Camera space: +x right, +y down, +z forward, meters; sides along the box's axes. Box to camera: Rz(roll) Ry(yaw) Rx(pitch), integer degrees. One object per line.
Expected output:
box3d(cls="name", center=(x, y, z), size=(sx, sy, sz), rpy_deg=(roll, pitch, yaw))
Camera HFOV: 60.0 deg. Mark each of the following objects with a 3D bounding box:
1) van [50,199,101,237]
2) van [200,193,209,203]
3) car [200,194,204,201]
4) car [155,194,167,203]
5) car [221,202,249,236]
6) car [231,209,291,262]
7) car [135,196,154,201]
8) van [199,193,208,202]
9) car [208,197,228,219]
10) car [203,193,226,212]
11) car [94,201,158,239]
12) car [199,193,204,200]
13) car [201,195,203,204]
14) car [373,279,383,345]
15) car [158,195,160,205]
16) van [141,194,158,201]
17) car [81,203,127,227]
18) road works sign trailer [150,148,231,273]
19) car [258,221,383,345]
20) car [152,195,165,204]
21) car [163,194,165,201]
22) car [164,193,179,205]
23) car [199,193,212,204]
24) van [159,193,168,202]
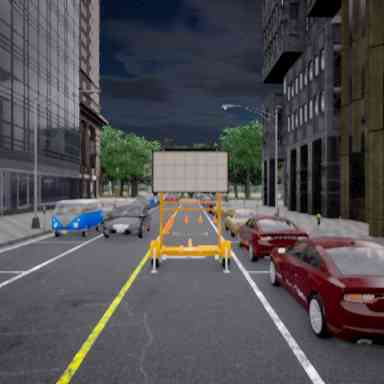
box3d(cls="van", center=(-5.843, 1.289, 17.245), size=(1.690, 1.788, 3.998), rpy_deg=(0, 0, 0))
box3d(cls="van", center=(2.452, 1.161, 66.223), size=(1.690, 1.788, 3.998), rpy_deg=(0, 0, 0))
box3d(cls="car", center=(2.529, 1.404, 49.911), size=(1.887, 1.381, 4.507), rpy_deg=(0, 0, 0))
box3d(cls="car", center=(-6.073, 1.260, 66.183), size=(1.967, 1.590, 4.097), rpy_deg=(0, 0, 0))
box3d(cls="car", center=(2.682, 1.473, 17.456), size=(1.752, 1.417, 4.829), rpy_deg=(0, 0, 0))
box3d(cls="car", center=(2.708, 1.509, 11.848), size=(1.887, 1.381, 4.507), rpy_deg=(0, 0, 0))
box3d(cls="car", center=(-5.945, 1.453, 38.996), size=(1.947, 1.339, 4.313), rpy_deg=(0, 0, 0))
box3d(cls="van", center=(2.427, 1.148, 71.660), size=(1.690, 1.788, 3.998), rpy_deg=(0, 0, 0))
box3d(cls="car", center=(2.630, 1.442, 28.331), size=(1.752, 1.417, 4.829), rpy_deg=(0, 0, 0))
box3d(cls="car", center=(2.605, 1.217, 33.598), size=(2.192, 1.841, 5.009), rpy_deg=(0, 0, 0))
box3d(cls="car", center=(-3.180, 1.440, 17.154), size=(2.128, 1.511, 4.902), rpy_deg=(0, 0, 0))
box3d(cls="car", center=(2.503, 1.286, 55.348), size=(1.967, 1.590, 4.097), rpy_deg=(0, 0, 0))
box3d(cls="car", center=(2.554, 1.398, 44.643), size=(1.752, 1.417, 4.829), rpy_deg=(0, 0, 0))
box3d(cls="car", center=(2.759, 1.547, 0.973), size=(2.008, 1.369, 4.403), rpy_deg=(0, 0, 0))
box3d(cls="car", center=(-5.995, 1.385, 49.701), size=(1.752, 1.417, 4.829), rpy_deg=(0, 0, 0))
box3d(cls="van", center=(-5.971, 1.214, 44.433), size=(1.690, 1.788, 3.998), rpy_deg=(0, 0, 0))
box3d(cls="car", center=(-5.868, 1.483, 22.684), size=(2.008, 1.369, 4.403), rpy_deg=(0, 0, 0))
box3d(cls="road works sign trailer", center=(-0.048, 0.432, 10.537), size=(2.380, 3.560, 2.880), rpy_deg=(0, 0, 0))
box3d(cls="car", center=(2.733, 1.525, 6.411), size=(1.887, 1.381, 4.507), rpy_deg=(0, 0, 0))
box3d(cls="car", center=(-6.046, 1.358, 60.576), size=(1.752, 1.417, 4.829), rpy_deg=(0, 0, 0))
box3d(cls="car", center=(-6.022, 1.411, 55.308), size=(1.947, 1.339, 4.313), rpy_deg=(0, 0, 0))
box3d(cls="car", center=(-3.341, 1.061, 57.339), size=(2.150, 2.045, 5.566), rpy_deg=(0, 0, 0))
box3d(cls="car", center=(2.478, 1.147, 60.785), size=(2.192, 1.841, 5.009), rpy_deg=(0, 0, 0))
box3d(cls="van", center=(-6.098, 1.148, 71.620), size=(1.690, 1.788, 3.998), rpy_deg=(0, 0, 0))
